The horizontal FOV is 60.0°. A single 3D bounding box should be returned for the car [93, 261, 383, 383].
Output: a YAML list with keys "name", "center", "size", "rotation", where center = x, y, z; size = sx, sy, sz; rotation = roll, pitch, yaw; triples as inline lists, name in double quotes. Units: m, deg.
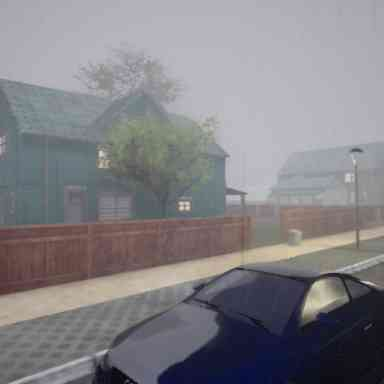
- name: "car"
  center: [0.991, 1.625, 4.046]
  size: [4.181, 1.385, 1.994]
  rotation: [0, -1, -42]
